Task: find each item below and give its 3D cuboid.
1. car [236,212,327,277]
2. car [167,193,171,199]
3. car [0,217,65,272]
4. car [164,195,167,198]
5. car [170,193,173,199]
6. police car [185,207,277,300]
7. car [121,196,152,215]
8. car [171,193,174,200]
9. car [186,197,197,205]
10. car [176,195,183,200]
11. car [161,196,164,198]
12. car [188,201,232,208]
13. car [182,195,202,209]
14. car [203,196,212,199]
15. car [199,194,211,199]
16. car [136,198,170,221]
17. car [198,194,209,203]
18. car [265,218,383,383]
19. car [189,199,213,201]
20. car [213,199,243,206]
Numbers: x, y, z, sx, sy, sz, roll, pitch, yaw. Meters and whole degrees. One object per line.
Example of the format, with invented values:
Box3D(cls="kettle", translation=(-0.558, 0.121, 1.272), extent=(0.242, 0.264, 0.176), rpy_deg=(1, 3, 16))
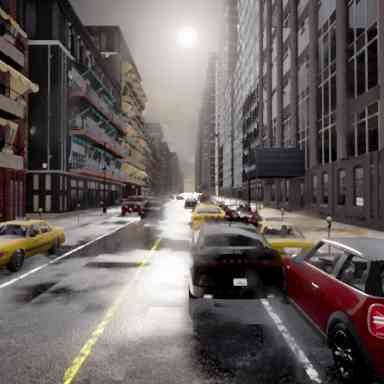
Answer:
Box3D(cls="car", translation=(2.683, 1.528, 11.198), extent=(1.752, 1.417, 4.829), rpy_deg=(1, 0, 0))
Box3D(cls="car", translation=(-5.793, 1.527, 67.531), extent=(1.887, 1.381, 4.507), rpy_deg=(1, 0, 0))
Box3D(cls="car", translation=(-5.697, 1.527, 10.845), extent=(1.752, 1.417, 4.829), rpy_deg=(1, 0, 0))
Box3D(cls="car", translation=(-5.774, 1.555, 56.227), extent=(1.947, 1.339, 4.313), rpy_deg=(1, 0, 0))
Box3D(cls="car", translation=(-5.801, 1.504, 73.011), extent=(1.752, 1.417, 4.829), rpy_deg=(1, 0, 0))
Box3D(cls="police car", translation=(0.863, 1.427, 8.594), extent=(1.930, 1.638, 5.238), rpy_deg=(0, 0, 0))
Box3D(cls="car", translation=(-5.732, 1.313, 33.622), extent=(2.192, 1.841, 5.009), rpy_deg=(1, 0, 0))
Box3D(cls="car", translation=(-5.827, 1.279, 90.136), extent=(2.192, 1.841, 5.009), rpy_deg=(1, 0, 0))
Box3D(cls="car", translation=(-0.101, 1.588, 59.995), extent=(1.895, 1.301, 4.718), rpy_deg=(0, 0, 0))
Box3D(cls="car", translation=(-3.150, 1.529, 88.469), extent=(1.994, 1.385, 4.181), rpy_deg=(0, 0, 0))
Box3D(cls="car", translation=(-5.764, 1.536, 50.577), extent=(1.887, 1.381, 4.507), rpy_deg=(1, 0, 0))
Box3D(cls="car", translation=(0.868, 1.480, 18.486), extent=(1.882, 1.535, 5.008), rpy_deg=(0, 0, 0))
Box3D(cls="car", translation=(-0.060, 1.557, 46.054), extent=(1.994, 1.385, 4.181), rpy_deg=(0, 0, 0))
Box3D(cls="car", translation=(2.635, 1.521, 39.456), extent=(1.752, 1.417, 4.829), rpy_deg=(1, 0, 0))
Box3D(cls="car", translation=(2.600, 1.301, 61.891), extent=(2.192, 1.841, 5.009), rpy_deg=(1, 0, 0))
Box3D(cls="car", translation=(-3.149, 1.504, 27.626), extent=(1.837, 1.490, 4.892), rpy_deg=(0, 0, 0))
Box3D(cls="car", translation=(2.582, 1.293, 73.194), extent=(2.192, 1.841, 5.009), rpy_deg=(1, 0, 0))
Box3D(cls="car", translation=(2.694, 1.441, 5.377), extent=(1.967, 1.590, 4.097), rpy_deg=(1, 0, 0))
Box3D(cls="car", translation=(0.858, 1.527, 24.487), extent=(1.812, 1.442, 4.674), rpy_deg=(0, 0, 0))
Box3D(cls="car", translation=(2.665, 1.442, 22.330), extent=(1.967, 1.590, 4.097), rpy_deg=(1, 0, 0))
